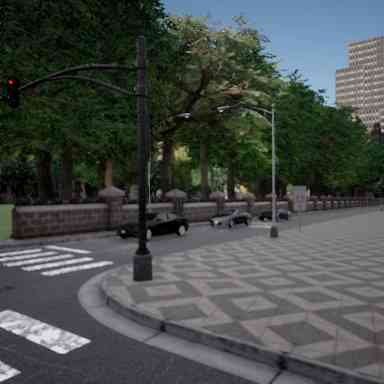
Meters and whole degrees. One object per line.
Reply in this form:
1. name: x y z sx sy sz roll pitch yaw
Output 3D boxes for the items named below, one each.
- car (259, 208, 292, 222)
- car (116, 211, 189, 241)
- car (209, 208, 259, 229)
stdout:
1. car: 8.866 2.354 35.178 2.033 1.411 5.357 -1 -2 36
2. car: -2.184 1.886 19.558 1.882 1.535 5.008 0 -1 35
3. car: 3.250 2.093 27.247 2.128 1.511 4.902 0 -1 35
